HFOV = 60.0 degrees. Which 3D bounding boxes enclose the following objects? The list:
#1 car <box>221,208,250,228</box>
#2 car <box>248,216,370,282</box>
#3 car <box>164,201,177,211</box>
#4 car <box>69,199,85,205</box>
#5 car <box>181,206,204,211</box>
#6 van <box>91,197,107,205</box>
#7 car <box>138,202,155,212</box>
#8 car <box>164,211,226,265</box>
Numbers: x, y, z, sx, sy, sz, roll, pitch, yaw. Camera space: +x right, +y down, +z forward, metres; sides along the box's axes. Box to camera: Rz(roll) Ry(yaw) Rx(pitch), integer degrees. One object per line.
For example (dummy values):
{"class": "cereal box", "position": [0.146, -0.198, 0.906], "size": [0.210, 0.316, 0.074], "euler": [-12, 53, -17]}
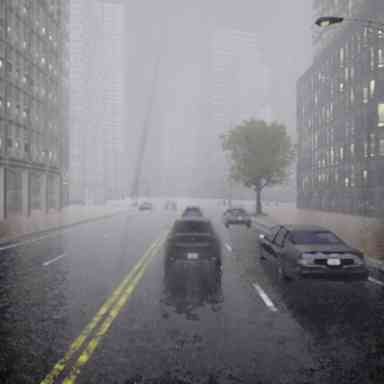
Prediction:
{"class": "car", "position": [3.265, 1.877, 25.109], "size": [2.033, 1.411, 5.357], "euler": [0, -1, 0]}
{"class": "car", "position": [3.270, 1.684, 10.157], "size": [2.033, 1.411, 5.357], "euler": [0, -1, 0]}
{"class": "car", "position": [-3.342, 2.145, 51.738], "size": [2.128, 1.511, 4.902], "euler": [0, -1, 0]}
{"class": "car", "position": [-28.211, 2.362, 80.533], "size": [4.507, 1.381, 1.887], "euler": [0, 0, 1]}
{"class": "car", "position": [0.044, 1.892, 28.038], "size": [1.812, 1.442, 4.674], "euler": [0, 0, 0]}
{"class": "van", "position": [-22.672, 2.183, 80.489], "size": [3.998, 1.788, 1.690], "euler": [0, 0, 1]}
{"class": "car", "position": [-6.603, 2.167, 48.994], "size": [2.033, 1.411, 5.357], "euler": [0, -1, 0]}
{"class": "car", "position": [0.043, 1.670, 12.302], "size": [1.837, 1.490, 4.892], "euler": [0, 0, 1]}
